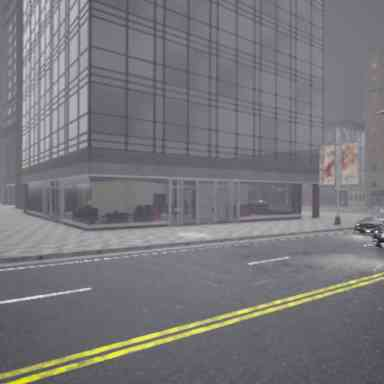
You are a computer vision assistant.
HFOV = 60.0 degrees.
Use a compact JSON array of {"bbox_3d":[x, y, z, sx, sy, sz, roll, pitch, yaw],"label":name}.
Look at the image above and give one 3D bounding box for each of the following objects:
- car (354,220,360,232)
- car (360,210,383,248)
[{"bbox_3d":[12.096,1.836,20.296,5.357,1.411,2.033,1,-1,-35],"label":"car"},{"bbox_3d":[9.917,1.713,14.750,4.902,1.511,2.128,1,-1,-35],"label":"car"}]
